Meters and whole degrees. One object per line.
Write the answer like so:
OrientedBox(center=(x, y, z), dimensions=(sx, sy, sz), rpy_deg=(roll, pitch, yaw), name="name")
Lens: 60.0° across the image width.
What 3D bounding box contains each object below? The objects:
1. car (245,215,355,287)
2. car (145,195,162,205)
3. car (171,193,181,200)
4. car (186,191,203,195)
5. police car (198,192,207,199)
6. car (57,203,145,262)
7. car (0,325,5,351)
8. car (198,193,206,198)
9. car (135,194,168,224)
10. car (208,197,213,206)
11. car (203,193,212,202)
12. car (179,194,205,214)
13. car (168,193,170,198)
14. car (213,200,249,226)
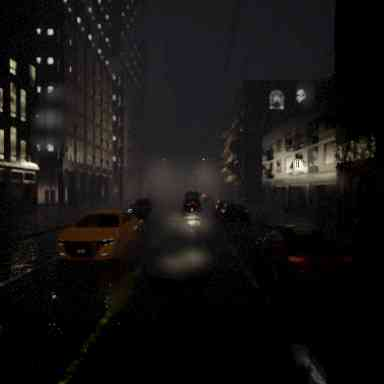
OrientedBox(center=(2.742, 1.518, 8.834), dimensions=(1.802, 1.307, 4.206), rpy_deg=(0, 0, 0), name="car")
OrientedBox(center=(-5.686, 1.198, 49.993), dimensions=(2.008, 1.369, 4.403), rpy_deg=(0, 0, 0), name="car")
OrientedBox(center=(-2.997, 0.999, 73.124), dimensions=(1.994, 1.385, 4.181), rpy_deg=(0, 0, 0), name="car")
OrientedBox(center=(0.039, 0.903, 45.269), dimensions=(2.150, 2.045, 5.566), rpy_deg=(0, 1, 1), name="car")
OrientedBox(center=(2.371, 0.883, 79.055), dimensions=(1.930, 1.638, 5.238), rpy_deg=(0, 0, 0), name="police car")
OrientedBox(center=(-3.114, 1.391, 11.942), dimensions=(1.882, 1.535, 5.008), rpy_deg=(0, 0, 1), name="car")
OrientedBox(center=(-3.100, 1.536, 1.498), dimensions=(2.033, 1.411, 5.357), rpy_deg=(0, 0, 0), name="car")
OrientedBox(center=(2.696, 0.958, 89.532), dimensions=(1.947, 1.339, 4.313), rpy_deg=(0, 0, 0), name="car")
OrientedBox(center=(-3.083, 1.188, 22.747), dimensions=(2.097, 1.767, 4.553), rpy_deg=(0, 0, 0), name="car")
OrientedBox(center=(2.693, 1.355, 27.399), dimensions=(2.008, 1.369, 4.403), rpy_deg=(0, 0, 0), name="car")
OrientedBox(center=(2.694, 1.193, 55.642), dimensions=(1.802, 1.307, 4.206), rpy_deg=(0, 0, 0), name="car")
OrientedBox(center=(0.009, 1.278, 31.902), dimensions=(1.837, 1.490, 4.892), rpy_deg=(0, 1, 0), name="car")
OrientedBox(center=(-5.686, 1.117, 61.290), dimensions=(1.887, 1.381, 4.507), rpy_deg=(0, 0, 0), name="car")
OrientedBox(center=(2.692, 1.395, 21.751), dimensions=(2.008, 1.369, 4.403), rpy_deg=(0, 0, 0), name="car")
